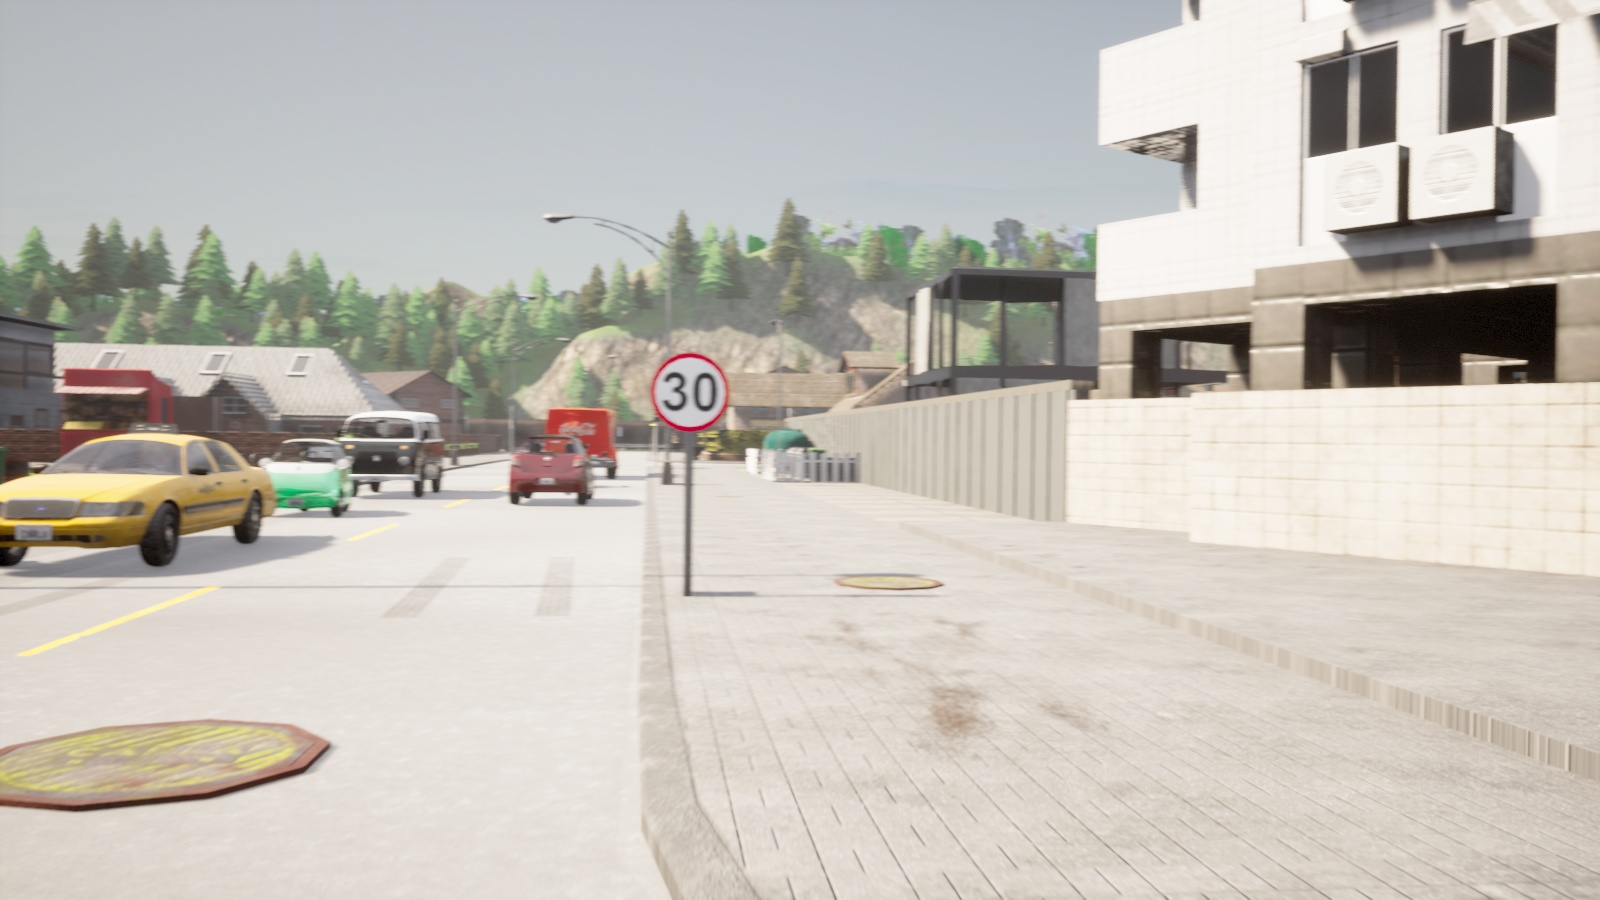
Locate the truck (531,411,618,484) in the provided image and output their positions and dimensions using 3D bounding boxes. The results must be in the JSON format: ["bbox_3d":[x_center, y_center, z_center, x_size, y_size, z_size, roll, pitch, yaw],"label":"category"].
[{"bbox_3d":[-7.993,-0.101,45.000,2.627,2.467,5.204,0,0,-5],"label":"truck"}]

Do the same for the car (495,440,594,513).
[{"bbox_3d":[-5.619,0.535,27.985,1.845,1.501,3.633,0,0,-7],"label":"car"}]

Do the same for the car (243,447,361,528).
[{"bbox_3d":[-8.952,0.638,22.721,1.481,1.376,2.207,0,0,-7],"label":"car"}]

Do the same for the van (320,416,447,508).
[{"bbox_3d":[-9.927,0.247,30.279,2.069,2.038,4.480,0,0,-7],"label":"van"}]

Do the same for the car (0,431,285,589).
[{"bbox_3d":[-7.997,0.582,15.279,1.801,1.575,5.366,0,0,-7],"label":"car"}]
